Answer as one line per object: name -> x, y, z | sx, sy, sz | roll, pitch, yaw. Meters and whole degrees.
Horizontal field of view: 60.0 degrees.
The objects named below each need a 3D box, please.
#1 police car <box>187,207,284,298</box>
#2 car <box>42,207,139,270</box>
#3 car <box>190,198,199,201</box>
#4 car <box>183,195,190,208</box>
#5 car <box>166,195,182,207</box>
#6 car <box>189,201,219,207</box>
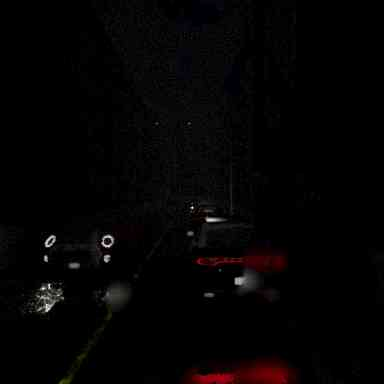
police car -> 0.902, 1.422, 8.650 | 1.930, 1.638, 5.238 | 0, 0, 0
car -> -3.098, 1.347, 11.001 | 2.097, 1.767, 4.553 | 0, 0, 0
car -> 0.906, 1.445, 24.730 | 1.801, 1.575, 5.366 | 0, 0, 0
car -> 0.040, 1.542, 47.293 | 1.994, 1.385, 4.181 | 0, 0, 1
car -> -3.080, 1.521, 52.615 | 2.033, 1.411, 5.357 | 0, 0, 0
car -> 0.905, 1.470, 18.540 | 1.882, 1.535, 5.008 | 0, 0, 0
